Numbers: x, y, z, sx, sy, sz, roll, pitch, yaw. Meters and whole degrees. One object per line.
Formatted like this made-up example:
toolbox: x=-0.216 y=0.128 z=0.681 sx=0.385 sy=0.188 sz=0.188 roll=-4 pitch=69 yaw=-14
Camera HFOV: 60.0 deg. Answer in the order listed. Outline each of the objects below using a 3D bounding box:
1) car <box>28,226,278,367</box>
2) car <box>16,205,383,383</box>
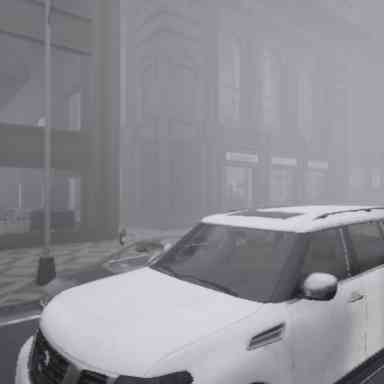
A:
car: x=-0.546 y=1.581 z=6.462 sx=4.403 sy=1.369 sz=2.008 roll=0 pitch=0 yaw=-38
car: x=1.015 y=1.230 z=4.073 sx=5.566 sy=2.045 sz=2.150 roll=0 pitch=0 yaw=-38
